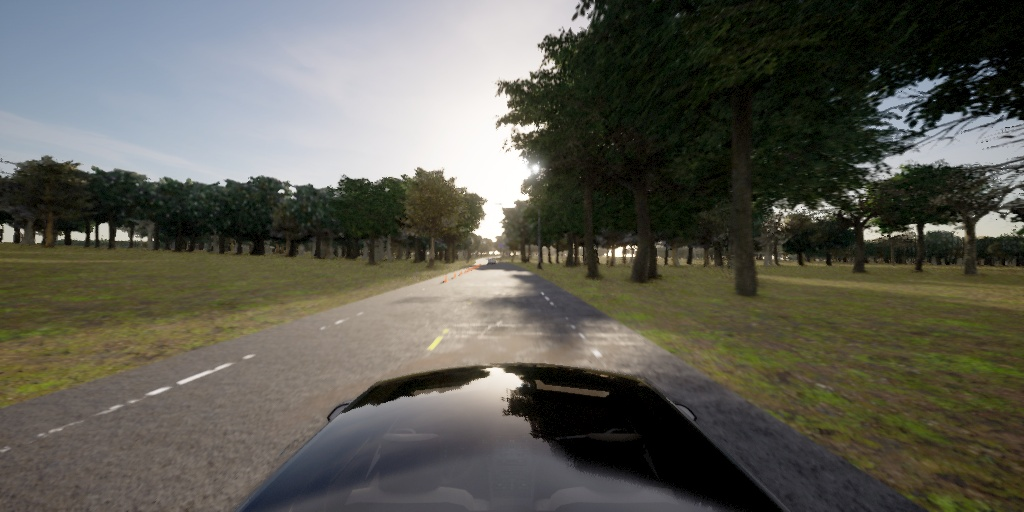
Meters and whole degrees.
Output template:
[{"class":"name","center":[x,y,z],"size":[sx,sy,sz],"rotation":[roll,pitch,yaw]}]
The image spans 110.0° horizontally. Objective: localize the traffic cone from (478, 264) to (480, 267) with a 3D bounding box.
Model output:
[{"class":"traffic cone","center":[-6.260,1.829,62.829],"size":[0.340,0.580,0.340],"rotation":[0,0,-3]}]

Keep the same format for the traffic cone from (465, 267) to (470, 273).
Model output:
[{"class":"traffic cone","center":[-5.514,1.780,42.887],"size":[0.340,0.580,0.340],"rotation":[0,0,-2]}]

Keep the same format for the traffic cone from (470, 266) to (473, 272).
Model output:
[{"class":"traffic cone","center":[-5.673,1.791,47.874],"size":[0.340,0.580,0.340],"rotation":[0,0,-2]}]

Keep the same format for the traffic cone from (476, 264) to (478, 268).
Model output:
[{"class":"traffic cone","center":[-6.046,1.816,57.845],"size":[0.340,0.580,0.340],"rotation":[0,0,-2]}]

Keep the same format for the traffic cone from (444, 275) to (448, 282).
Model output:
[{"class":"traffic cone","center":[-5.146,1.750,27.925],"size":[0.340,0.580,0.340],"rotation":[0,0,-1]}]

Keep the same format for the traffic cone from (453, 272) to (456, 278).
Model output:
[{"class":"traffic cone","center":[-5.250,1.759,32.913],"size":[0.340,0.580,0.340],"rotation":[0,0,-1]}]

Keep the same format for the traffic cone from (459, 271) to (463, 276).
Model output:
[{"class":"traffic cone","center":[-5.373,1.769,37.901],"size":[0.340,0.580,0.340],"rotation":[0,0,-2]}]
